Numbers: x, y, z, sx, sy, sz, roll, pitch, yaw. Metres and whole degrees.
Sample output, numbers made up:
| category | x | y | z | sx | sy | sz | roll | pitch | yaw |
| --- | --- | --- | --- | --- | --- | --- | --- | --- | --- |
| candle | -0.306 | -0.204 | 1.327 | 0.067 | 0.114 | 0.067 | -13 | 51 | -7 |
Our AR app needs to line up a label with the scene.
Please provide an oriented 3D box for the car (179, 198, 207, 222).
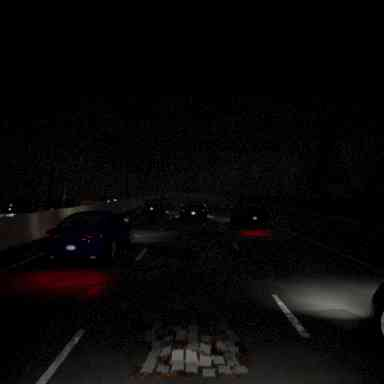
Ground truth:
| category | x | y | z | sx | sy | sz | roll | pitch | yaw |
| --- | --- | --- | --- | --- | --- | --- | --- | --- | --- |
| car | 0.094 | 1.393 | 24.661 | 1.994 | 1.385 | 4.181 | 0 | 0 | 0 |

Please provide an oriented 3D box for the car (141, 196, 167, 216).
| category | x | y | z | sx | sy | sz | roll | pitch | yaw |
| --- | --- | --- | --- | --- | --- | --- | --- | --- | --- |
| car | -3.407 | 1.356 | 30.114 | 1.994 | 1.385 | 4.181 | 0 | 0 | 0 |

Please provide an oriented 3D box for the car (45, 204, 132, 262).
| category | x | y | z | sx | sy | sz | roll | pitch | yaw |
| --- | --- | --- | --- | --- | --- | --- | --- | --- | --- |
| car | -3.403 | 1.395 | 11.824 | 1.882 | 1.535 | 5.008 | 0 | 0 | 0 |

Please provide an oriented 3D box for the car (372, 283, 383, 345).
| category | x | y | z | sx | sy | sz | roll | pitch | yaw |
| --- | --- | --- | --- | --- | --- | --- | --- | --- | --- |
| car | 3.597 | 1.483 | 3.021 | 1.837 | 1.490 | 4.892 | 0 | 0 | 0 |

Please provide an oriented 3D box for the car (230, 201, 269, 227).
| category | x | y | z | sx | sy | sz | roll | pitch | yaw |
| --- | --- | --- | --- | --- | --- | --- | --- | --- | --- |
| car | 3.596 | 1.329 | 21.503 | 1.882 | 1.535 | 5.008 | 0 | 0 | 0 |

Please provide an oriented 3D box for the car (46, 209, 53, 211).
| category | x | y | z | sx | sy | sz | roll | pitch | yaw |
| --- | --- | --- | --- | --- | --- | --- | --- | --- | --- |
| car | -14.104 | 1.299 | 35.936 | 2.033 | 1.411 | 5.357 | 0 | 0 | 0 |

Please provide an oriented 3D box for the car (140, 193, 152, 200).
| category | x | y | z | sx | sy | sz | roll | pitch | yaw |
| --- | --- | --- | --- | --- | --- | --- | --- | --- | --- |
| car | -10.623 | 0.984 | 77.328 | 2.128 | 1.511 | 4.902 | 0 | 0 | -1 |
